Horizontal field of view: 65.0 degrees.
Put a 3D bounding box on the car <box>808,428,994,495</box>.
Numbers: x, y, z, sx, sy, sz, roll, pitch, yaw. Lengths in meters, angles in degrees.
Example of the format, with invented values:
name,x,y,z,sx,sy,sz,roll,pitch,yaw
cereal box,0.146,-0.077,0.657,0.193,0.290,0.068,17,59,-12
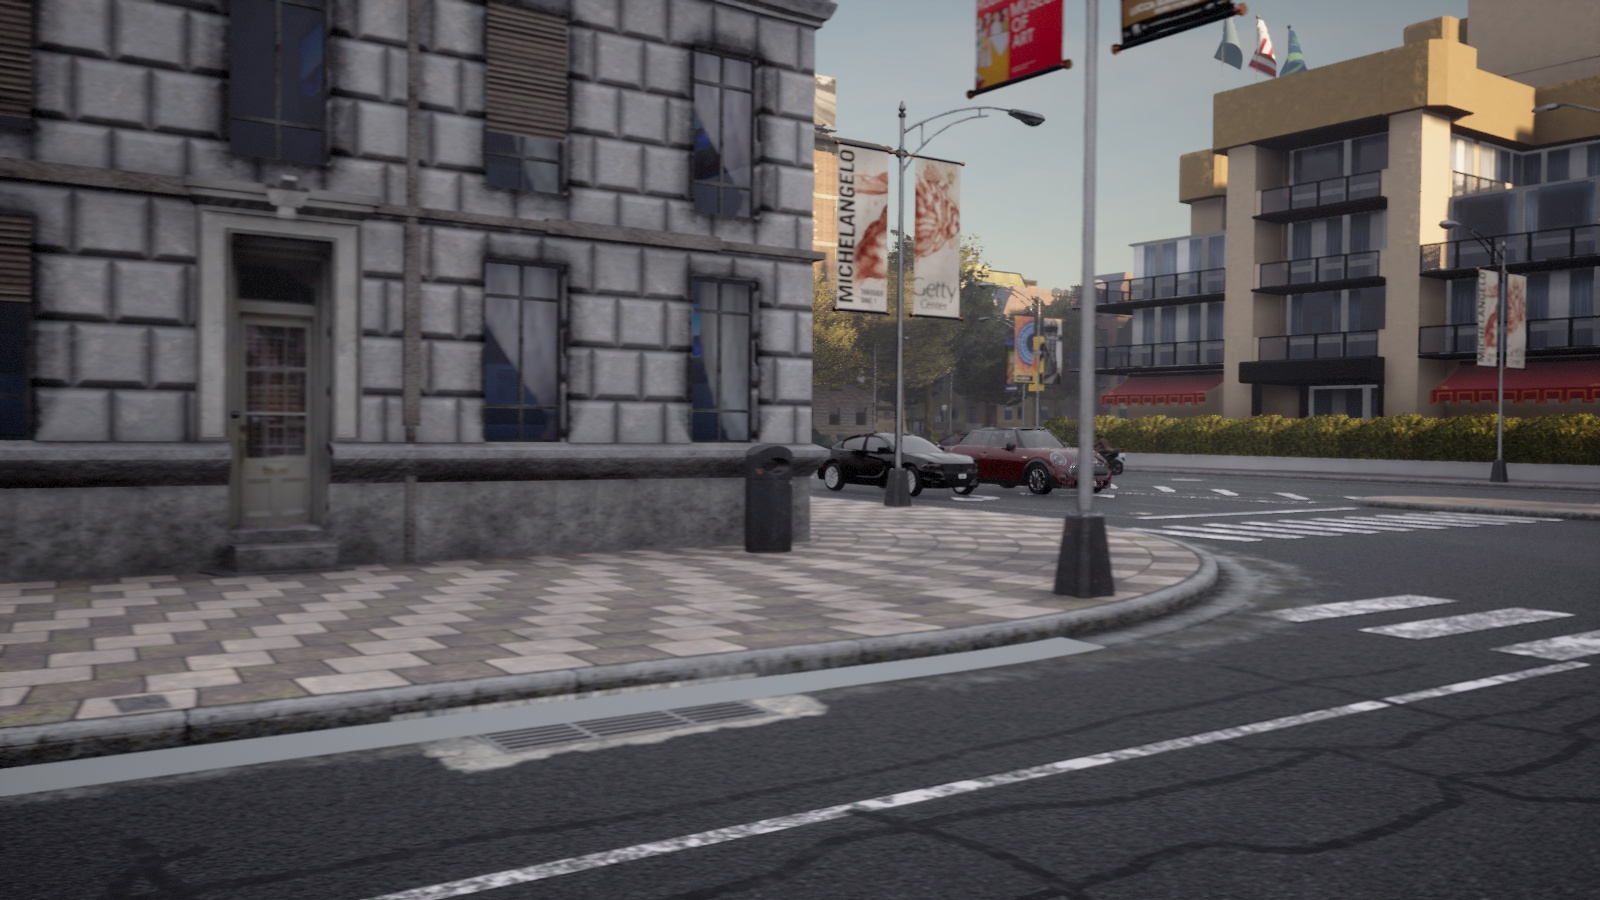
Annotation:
name,x,y,z,sx,sy,sz,roll,pitch,yaw
car,2.418,0.242,31.529,1.882,1.535,5.008,-1,1,-35

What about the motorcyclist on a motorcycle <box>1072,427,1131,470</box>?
name,x,y,z,sx,sy,sz,roll,pitch,yaw
motorcyclist on a motorcycle,10.935,-0.073,45.559,0.797,1.523,2.044,-1,1,-35

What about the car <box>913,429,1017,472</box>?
name,x,y,z,sx,sy,sz,roll,pitch,yaw
car,6.060,-0.002,46.447,1.845,1.501,3.633,-1,1,-35

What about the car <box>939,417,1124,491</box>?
name,x,y,z,sx,sy,sz,roll,pitch,yaw
car,5.918,0.067,32.620,2.097,1.767,4.553,-1,1,-35
